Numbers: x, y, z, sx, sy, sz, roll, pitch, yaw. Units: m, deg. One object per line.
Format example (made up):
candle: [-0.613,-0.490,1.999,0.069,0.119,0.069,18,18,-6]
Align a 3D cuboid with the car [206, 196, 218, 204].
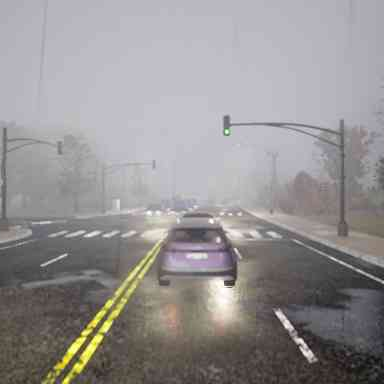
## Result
car: [4.340,2.132,76.966,1.994,1.385,4.181,0,0,6]

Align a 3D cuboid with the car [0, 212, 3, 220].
car: [-18.976,2.028,28.752,4.718,1.301,1.895,-1,-1,9]

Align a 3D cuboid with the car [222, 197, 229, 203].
car: [8.738,2.118,86.472,1.837,1.490,4.892,0,0,7]

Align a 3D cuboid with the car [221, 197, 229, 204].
car: [7.532,2.166,76.250,1.895,1.301,4.718,0,0,6]

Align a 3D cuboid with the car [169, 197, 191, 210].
car: [-1.669,1.868,47.148,1.882,1.535,5.008,0,0,4]

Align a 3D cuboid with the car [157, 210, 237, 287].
car: [0.129,1.520,9.603,2.033,1.649,4.856,0,-1,0]

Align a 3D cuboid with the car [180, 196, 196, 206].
car: [-0.865,1.942,57.591,1.882,1.535,5.008,0,0,5]

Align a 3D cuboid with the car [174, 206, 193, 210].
car: [0.297,1.620,15.401,1.882,1.535,5.008,0,0,2]

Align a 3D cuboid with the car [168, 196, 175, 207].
car: [-4.311,1.929,55.344,1.882,1.535,5.008,0,0,5]

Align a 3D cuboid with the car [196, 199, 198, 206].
car: [0.132,2.009,67.979,1.882,1.535,5.008,0,-1,6]

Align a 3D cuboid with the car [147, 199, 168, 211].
car: [-4.959,1.952,46.473,1.994,1.385,4.181,0,0,5]
